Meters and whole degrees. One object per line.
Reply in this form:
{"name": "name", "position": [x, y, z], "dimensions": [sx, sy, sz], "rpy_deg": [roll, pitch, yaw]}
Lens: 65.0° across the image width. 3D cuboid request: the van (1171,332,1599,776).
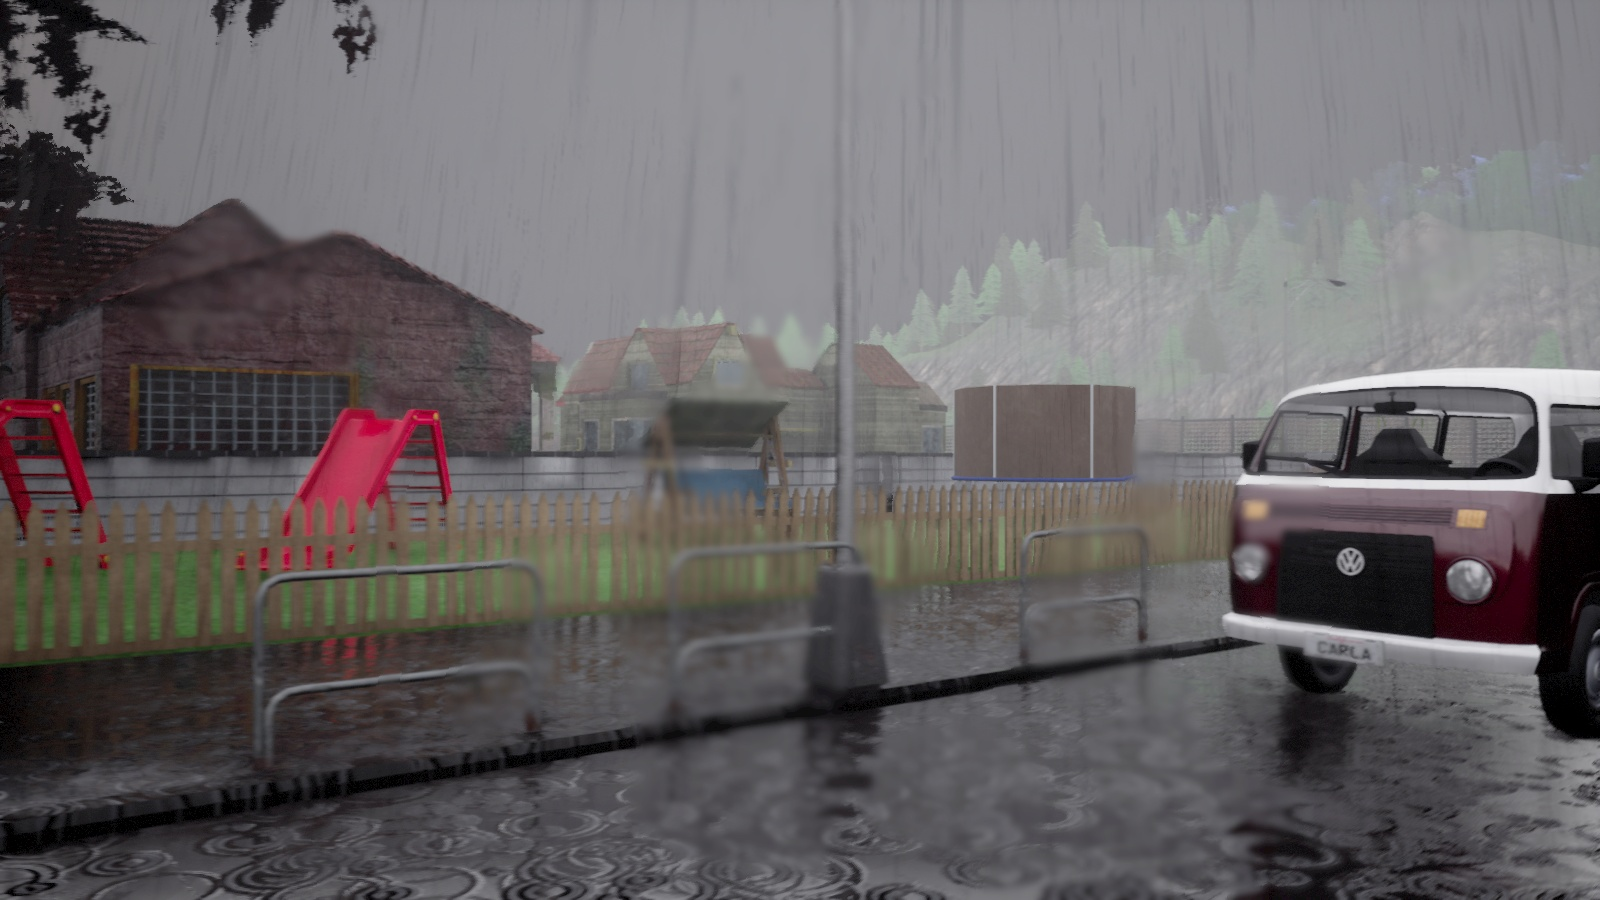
{"name": "van", "position": [4.593, 0.482, 7.952], "dimensions": [4.480, 2.038, 2.069], "rpy_deg": [0, 0, -38]}
